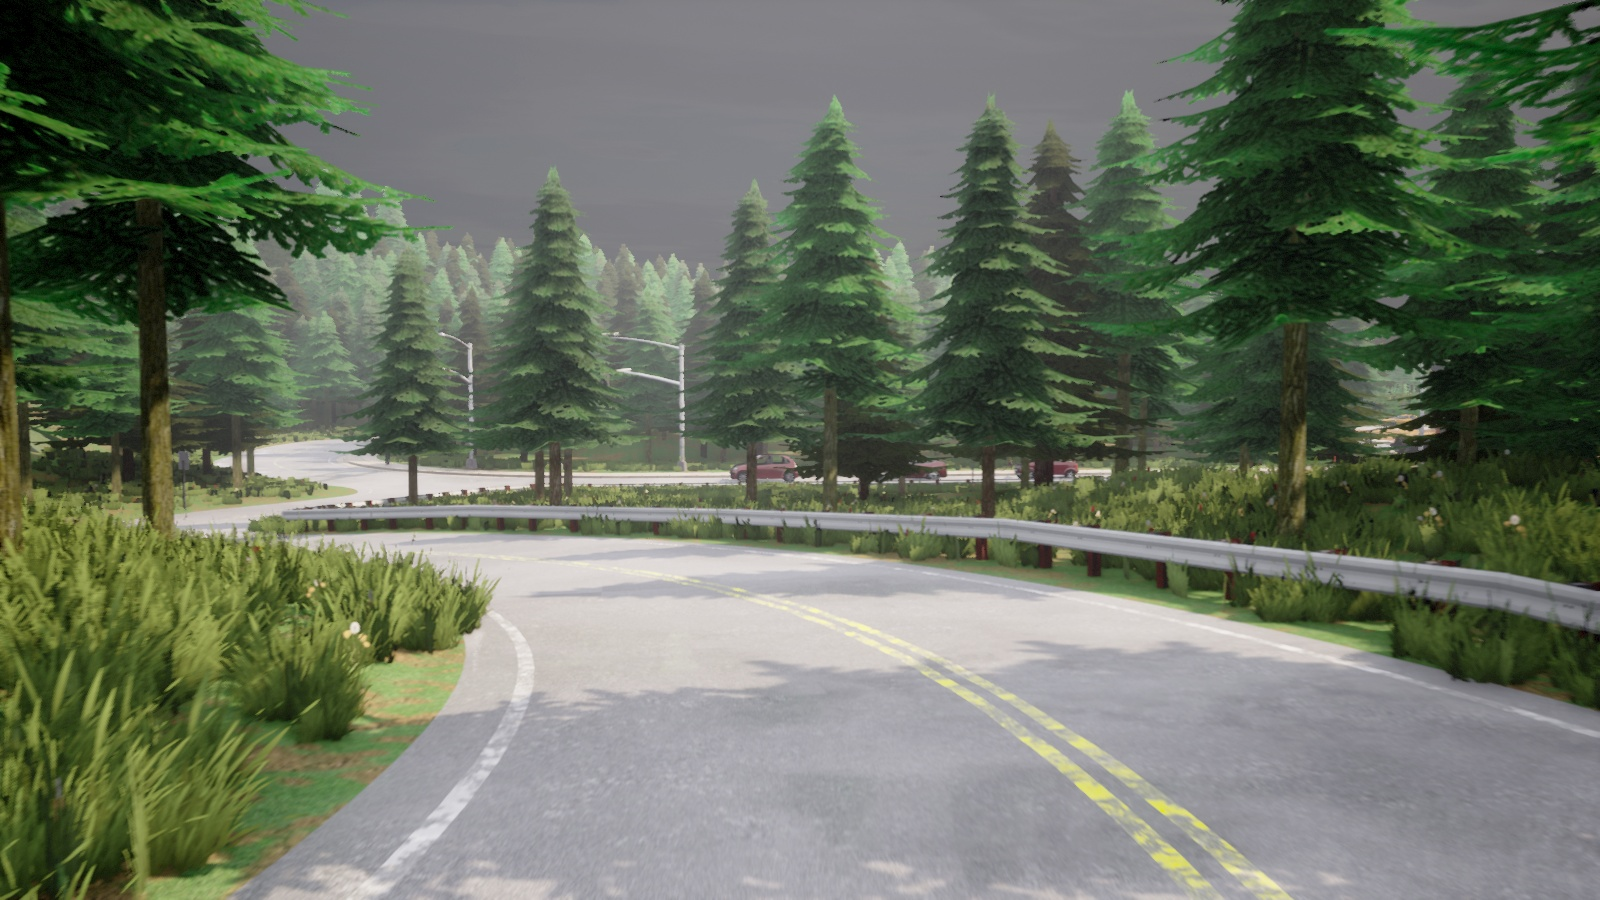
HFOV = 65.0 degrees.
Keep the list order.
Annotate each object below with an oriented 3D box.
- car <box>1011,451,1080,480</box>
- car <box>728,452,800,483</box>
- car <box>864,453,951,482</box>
[{"bbox_3d":[14.659,0.888,75.068,3.705,1.549,1.789,-1,4,-8],"label":"car"},{"bbox_3d":[-2.106,1.017,72.999,3.988,1.617,1.851,-1,4,-7],"label":"car"},{"bbox_3d":[6.304,1.016,73.996,4.792,1.488,2.163,-1,4,-7],"label":"car"}]
